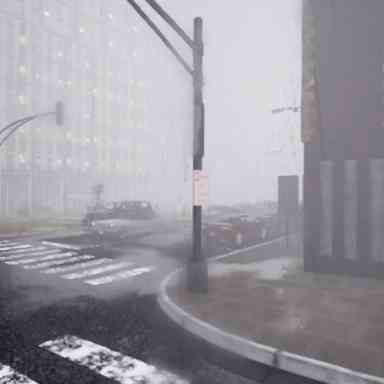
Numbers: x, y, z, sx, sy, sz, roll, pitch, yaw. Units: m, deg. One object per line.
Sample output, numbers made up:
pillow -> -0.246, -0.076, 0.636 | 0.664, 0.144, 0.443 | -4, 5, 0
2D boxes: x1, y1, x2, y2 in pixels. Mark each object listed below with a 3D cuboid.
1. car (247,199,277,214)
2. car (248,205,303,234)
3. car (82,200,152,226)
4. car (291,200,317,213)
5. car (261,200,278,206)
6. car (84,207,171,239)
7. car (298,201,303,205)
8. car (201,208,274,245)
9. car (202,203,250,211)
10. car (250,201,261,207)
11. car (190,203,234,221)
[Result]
car -> 8.399, 1.711, 39.480 | 1.967, 1.590, 4.097 | 0, 0, 36
car -> 5.458, 1.775, 21.132 | 1.887, 1.381, 4.507 | 0, 0, 36
car -> -4.570, 1.477, 21.573 | 2.192, 1.841, 5.009 | 0, 0, 36
car -> 14.835, 1.849, 43.846 | 1.812, 1.442, 4.674 | 0, 0, 36
car -> 8.191, 1.768, 34.750 | 1.837, 1.490, 4.892 | 0, 0, 36
car -> -3.360, 1.769, 18.817 | 1.895, 1.301, 4.718 | 0, 0, 36
car -> 8.700, 1.697, 25.610 | 1.967, 1.590, 4.097 | 0, 0, 36
car -> 2.216, 1.749, 16.656 | 1.887, 1.381, 4.507 | 0, 0, 36
car -> 2.333, 1.762, 26.683 | 2.033, 1.411, 5.357 | 0, 0, 35
car -> 5.156, 1.808, 35.002 | 1.947, 1.339, 4.313 | 0, 0, 36
car -> 1.914, 1.760, 30.525 | 1.887, 1.381, 4.507 | 0, 0, 36
